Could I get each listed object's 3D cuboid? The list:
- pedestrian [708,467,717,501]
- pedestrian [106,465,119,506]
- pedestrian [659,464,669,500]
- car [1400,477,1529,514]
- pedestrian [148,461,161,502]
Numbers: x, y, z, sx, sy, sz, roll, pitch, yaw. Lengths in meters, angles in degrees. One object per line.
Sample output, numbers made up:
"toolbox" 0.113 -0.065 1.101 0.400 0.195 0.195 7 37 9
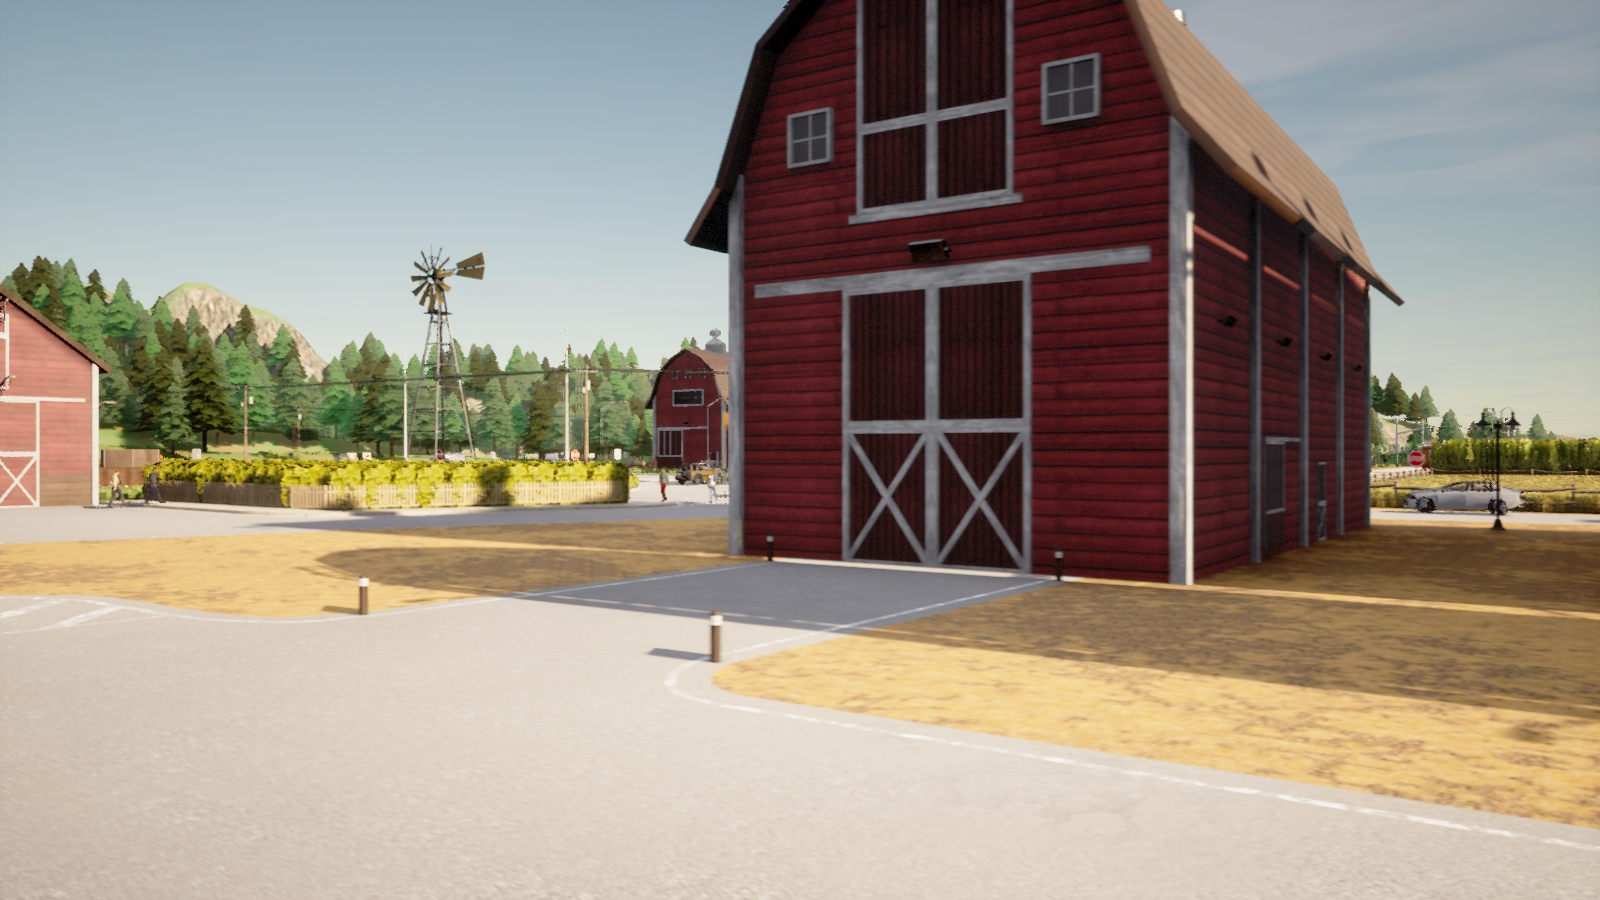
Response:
"pedestrian" -4.802 1.845 62.830 0.375 1.860 0.375 0 0 21
"pedestrian" -31.490 1.617 52.340 0.375 1.860 0.375 0 0 24
"pedestrian" -7.074 1.660 59.426 0.375 1.860 0.375 0 0 24
"car" 30.446 2.048 52.400 4.902 1.511 2.128 0 0 35
"pedestrian" -29.994 1.466 53.110 0.375 1.860 0.375 0 0 4
